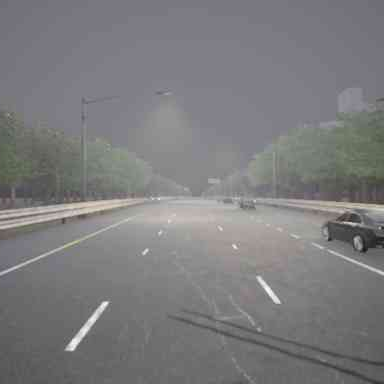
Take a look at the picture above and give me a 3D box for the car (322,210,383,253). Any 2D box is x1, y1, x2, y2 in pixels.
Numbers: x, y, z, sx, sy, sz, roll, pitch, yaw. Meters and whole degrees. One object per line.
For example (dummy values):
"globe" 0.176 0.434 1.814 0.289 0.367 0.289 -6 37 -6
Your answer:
"car" 7.038 1.509 13.704 1.837 1.490 4.892 0 0 -1

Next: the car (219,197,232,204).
"car" 7.158 1.739 68.331 1.837 1.490 4.892 0 -1 0

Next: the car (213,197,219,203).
"car" 7.273 1.972 85.369 2.128 1.511 4.902 0 -1 0

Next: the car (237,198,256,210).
"car" 7.046 1.535 43.355 2.128 1.511 4.902 0 0 0
